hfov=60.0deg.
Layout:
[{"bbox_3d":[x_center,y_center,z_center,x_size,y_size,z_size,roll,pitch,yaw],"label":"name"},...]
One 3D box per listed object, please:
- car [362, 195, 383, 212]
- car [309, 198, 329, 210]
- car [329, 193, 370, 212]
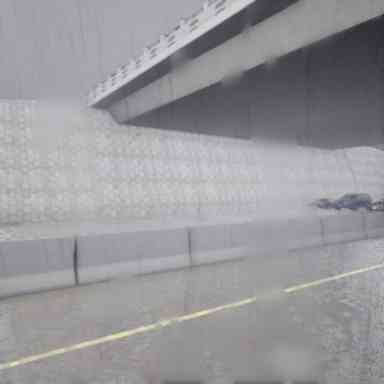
[{"bbox_3d":[21.129,1.441,36.242,4.902,1.511,2.128,0,0,-35],"label":"car"},{"bbox_3d":[16.608,1.476,41.612,4.674,1.442,1.812,0,0,-35],"label":"car"},{"bbox_3d":[18.949,1.171,38.988,5.566,2.045,2.150,0,0,-35],"label":"car"}]
